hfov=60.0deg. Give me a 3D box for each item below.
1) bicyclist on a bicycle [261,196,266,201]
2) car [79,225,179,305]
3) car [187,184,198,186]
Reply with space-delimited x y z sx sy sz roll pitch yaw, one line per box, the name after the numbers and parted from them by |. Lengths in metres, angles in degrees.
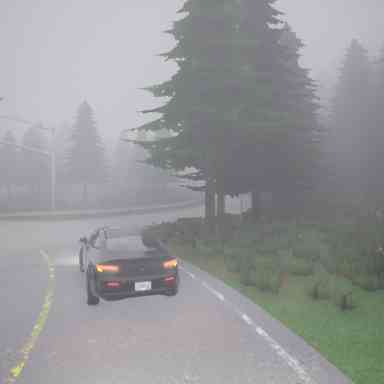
6.284 0.894 30.423 1.656 1.620 0.582 -13 -4 35 | bicyclist on a bicycle
-1.691 1.526 8.139 1.812 1.442 4.674 0 0 -21 | car
0.063 -2.121 70.125 2.150 2.045 5.566 0 5 -1 | car
